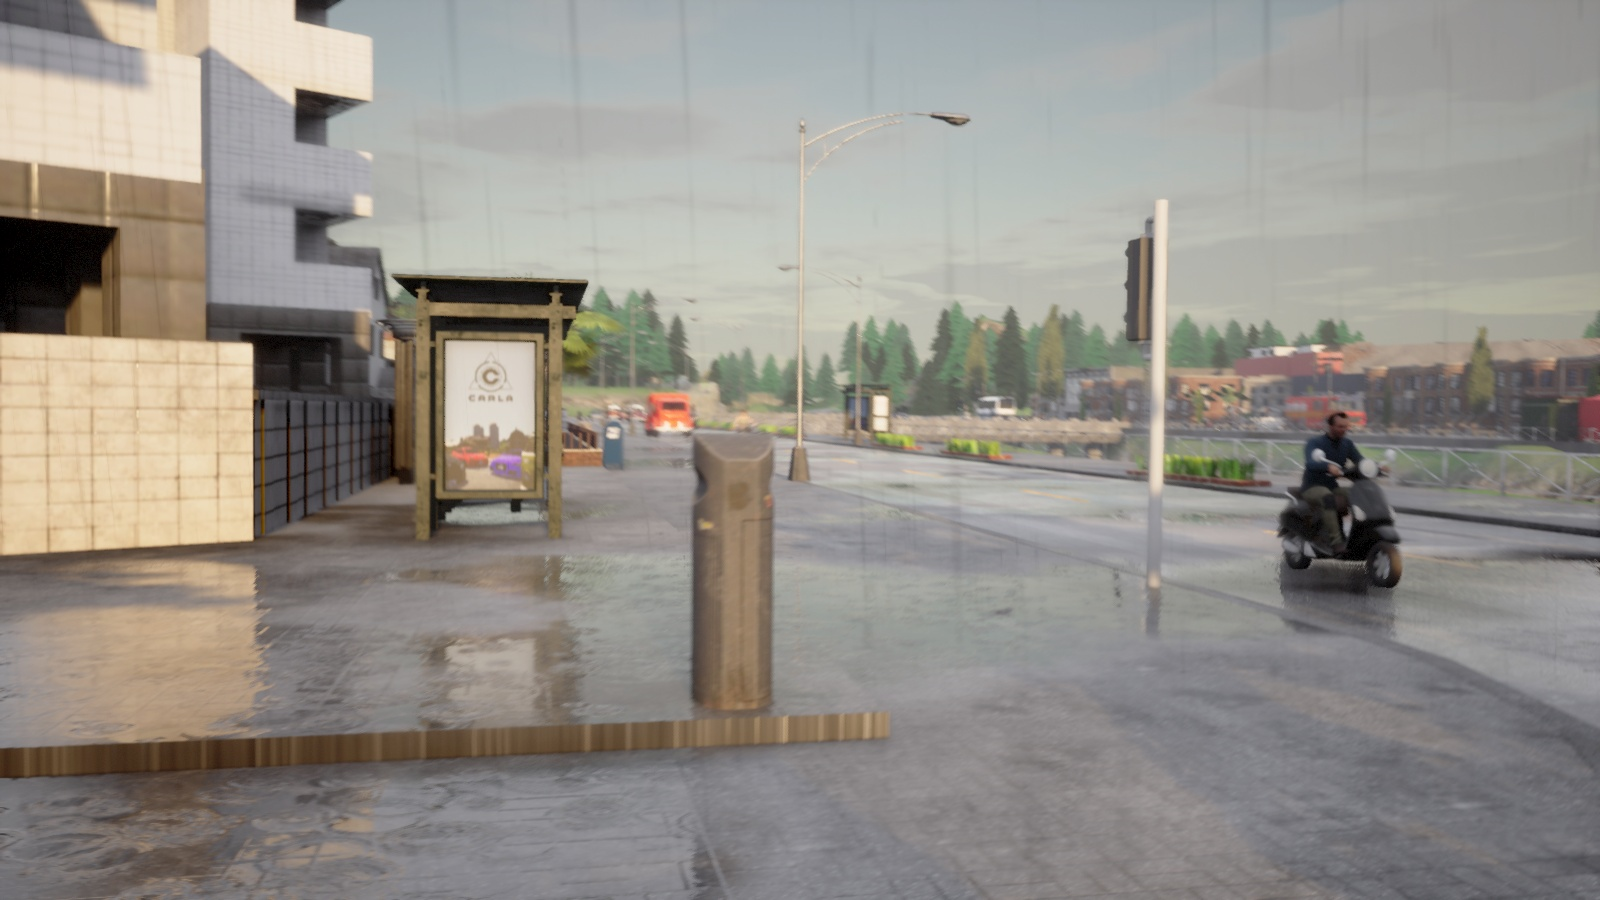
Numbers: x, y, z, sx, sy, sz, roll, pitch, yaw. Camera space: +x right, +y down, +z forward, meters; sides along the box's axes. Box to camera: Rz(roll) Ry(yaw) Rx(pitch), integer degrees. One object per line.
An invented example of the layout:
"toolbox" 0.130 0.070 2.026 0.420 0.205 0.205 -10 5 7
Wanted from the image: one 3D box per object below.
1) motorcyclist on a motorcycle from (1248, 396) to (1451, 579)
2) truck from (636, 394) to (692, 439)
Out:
"motorcyclist on a motorcycle" 5.159 0.300 11.942 0.866 1.590 1.817 -1 2 -12
"truck" -7.848 -1.952 72.007 2.627 2.467 5.204 -1 2 -12
